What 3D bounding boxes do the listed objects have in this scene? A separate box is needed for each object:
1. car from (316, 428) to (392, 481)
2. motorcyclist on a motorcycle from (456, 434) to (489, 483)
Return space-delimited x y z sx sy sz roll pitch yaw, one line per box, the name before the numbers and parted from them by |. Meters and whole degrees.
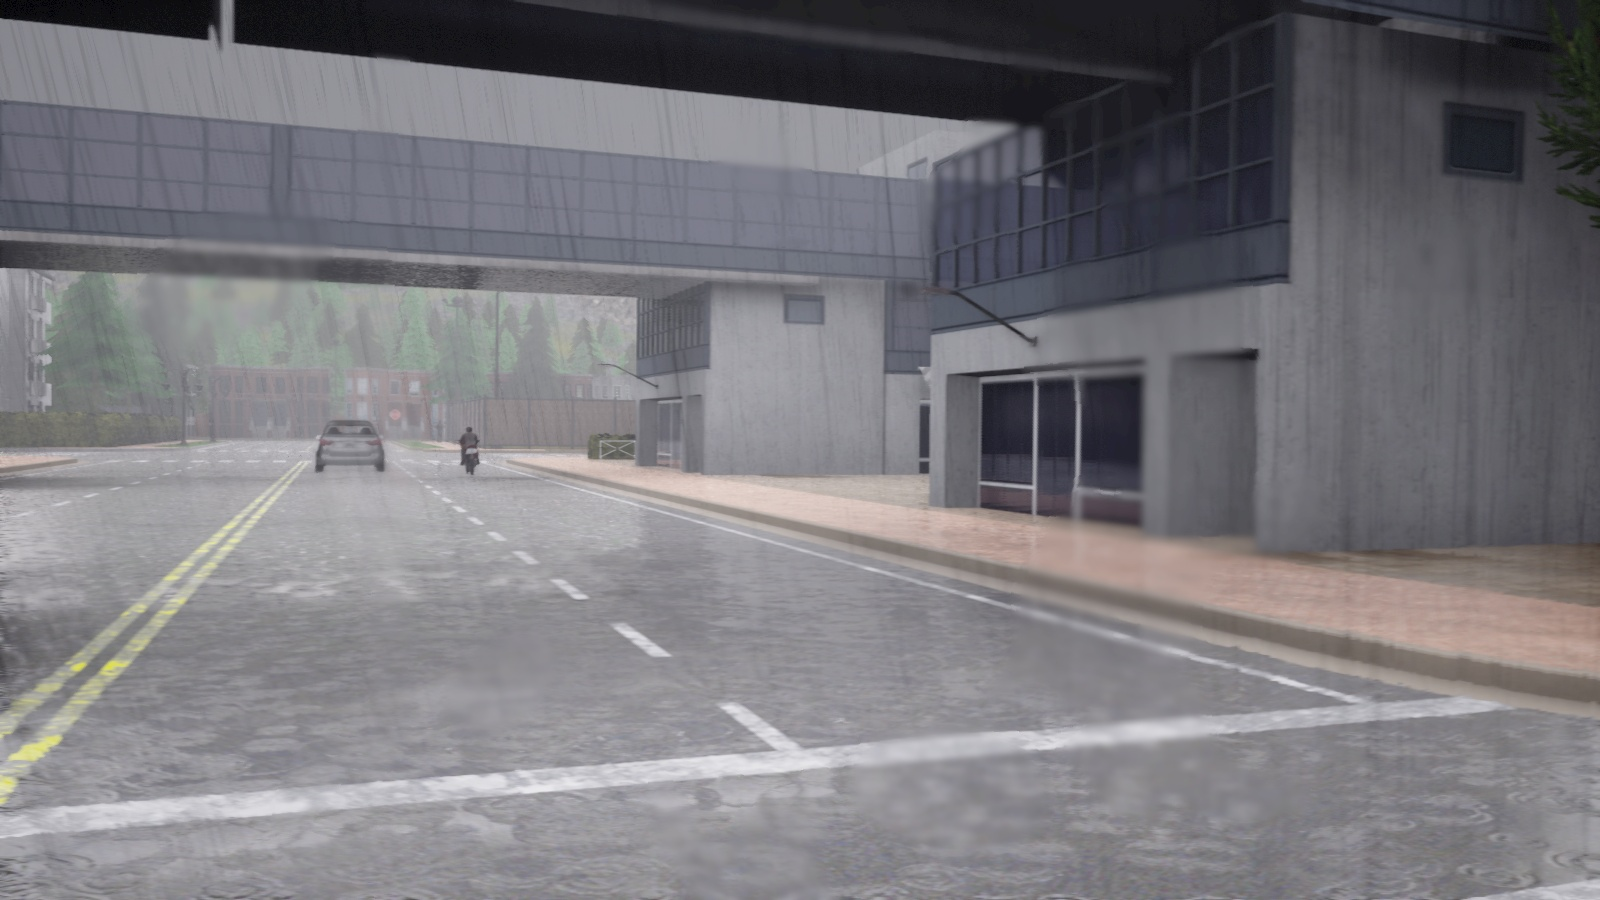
car | -15.022 0.117 42.282 2.242 1.667 4.611 -1 1 -20
motorcyclist on a motorcycle | -10.417 0.244 39.876 0.797 1.523 2.044 -1 1 -20
